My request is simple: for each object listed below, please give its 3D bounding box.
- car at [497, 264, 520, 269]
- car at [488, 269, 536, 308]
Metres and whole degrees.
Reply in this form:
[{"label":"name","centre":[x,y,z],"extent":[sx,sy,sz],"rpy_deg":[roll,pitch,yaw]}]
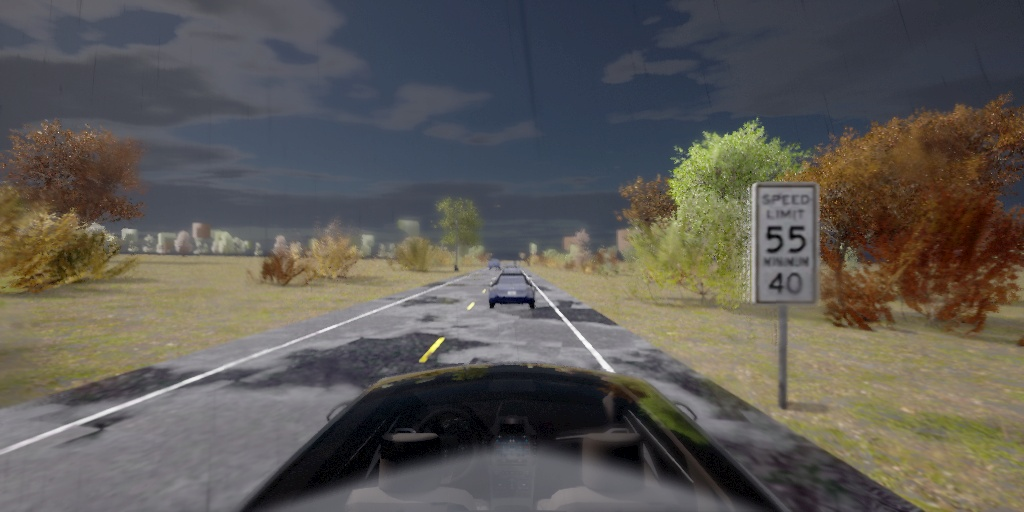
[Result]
[{"label":"car","centre":[0.005,1.579,30.833],"extent":[2.033,1.411,5.357],"rpy_deg":[0,-1,0]},{"label":"car","centre":[0.006,1.450,16.140],"extent":[1.994,1.385,4.181],"rpy_deg":[0,-1,0]}]
